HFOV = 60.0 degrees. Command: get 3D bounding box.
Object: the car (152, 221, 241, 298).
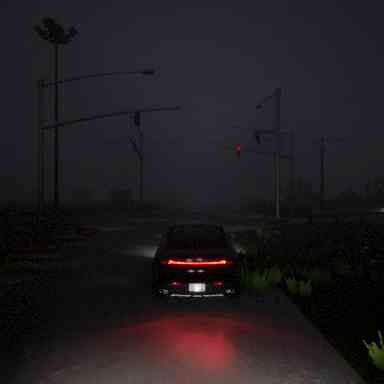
[{"bbox_3d":[0.093,1.505,8.522,1.837,1.490,4.892,0,0,0],"label":"car"}]
